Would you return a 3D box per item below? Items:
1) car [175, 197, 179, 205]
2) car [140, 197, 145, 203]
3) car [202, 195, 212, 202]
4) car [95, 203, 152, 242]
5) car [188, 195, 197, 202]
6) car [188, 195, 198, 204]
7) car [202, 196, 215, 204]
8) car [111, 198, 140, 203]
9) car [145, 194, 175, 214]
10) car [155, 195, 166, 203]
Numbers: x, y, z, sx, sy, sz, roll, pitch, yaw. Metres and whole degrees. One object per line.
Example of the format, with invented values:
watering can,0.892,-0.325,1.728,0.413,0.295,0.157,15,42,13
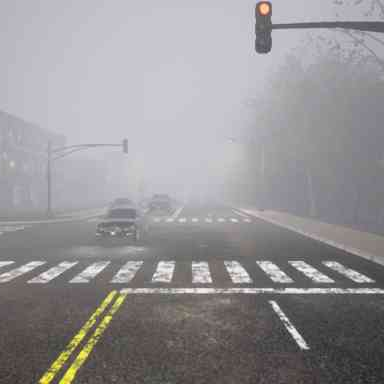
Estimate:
car,-3.267,1.543,56.186,1.994,1.385,4.181,0,0,0
car,-6.538,1.474,48.395,2.128,1.511,4.902,0,0,0
car,3.341,1.510,74.711,2.033,1.411,5.357,0,0,0
car,-3.330,1.501,16.442,1.837,1.490,4.892,0,0,0
car,0.094,1.494,74.636,2.128,1.511,4.902,0,0,0
car,0.175,1.576,64.870,1.895,1.301,4.718,0,0,0
car,3.429,1.576,64.693,1.895,1.301,4.718,0,0,0
car,-6.563,1.343,31.606,2.097,1.767,4.553,0,0,0
car,-3.307,1.210,35.688,2.150,2.045,5.566,0,0,0
car,-6.417,1.462,68.673,1.882,1.535,5.008,0,0,0
